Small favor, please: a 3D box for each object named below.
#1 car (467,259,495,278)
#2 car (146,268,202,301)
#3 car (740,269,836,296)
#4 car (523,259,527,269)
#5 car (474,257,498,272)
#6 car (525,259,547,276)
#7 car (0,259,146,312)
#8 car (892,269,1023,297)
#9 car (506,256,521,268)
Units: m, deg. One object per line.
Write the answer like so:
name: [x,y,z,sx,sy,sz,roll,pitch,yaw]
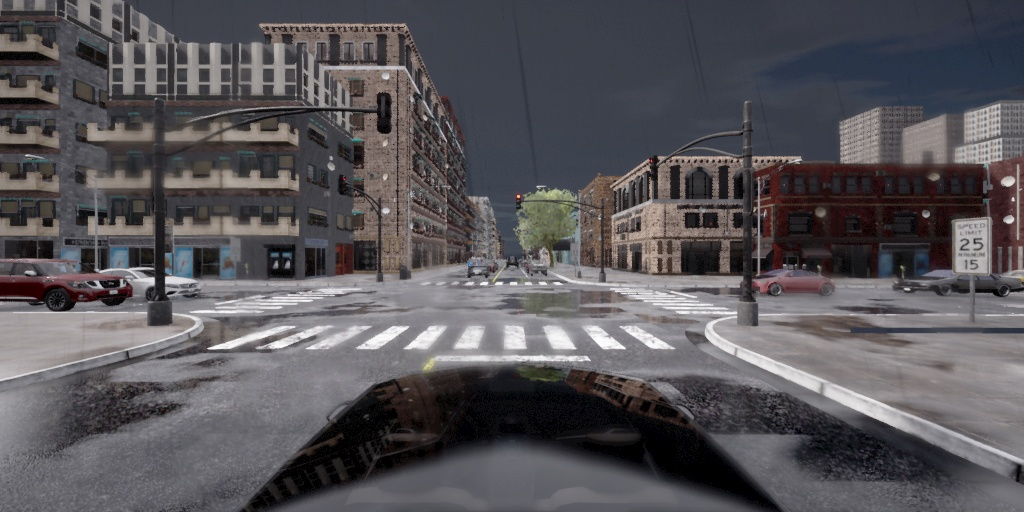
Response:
car: [-3.106,1.266,34.337,2.128,1.511,4.902,0,0,0]
car: [-16.529,1.227,15.861,4.674,1.442,1.812,0,0,0]
car: [14.716,1.387,19.286,4.181,1.385,1.994,0,0,0]
car: [2.686,1.228,42.684,1.967,1.591,4.097,0,0,0]
car: [-3.103,1.143,44.231,2.097,1.767,4.553,0,0,0]
car: [2.686,1.330,36.987,2.007,1.370,4.403,0,0,0]
car: [-17.278,1.013,13.266,5.009,1.841,2.192,0,0,0]
car: [24.018,1.412,19.354,5.357,1.411,2.033,0,0,0]
car: [0.085,1.050,63.906,2.150,2.045,5.566,0,0,0]
